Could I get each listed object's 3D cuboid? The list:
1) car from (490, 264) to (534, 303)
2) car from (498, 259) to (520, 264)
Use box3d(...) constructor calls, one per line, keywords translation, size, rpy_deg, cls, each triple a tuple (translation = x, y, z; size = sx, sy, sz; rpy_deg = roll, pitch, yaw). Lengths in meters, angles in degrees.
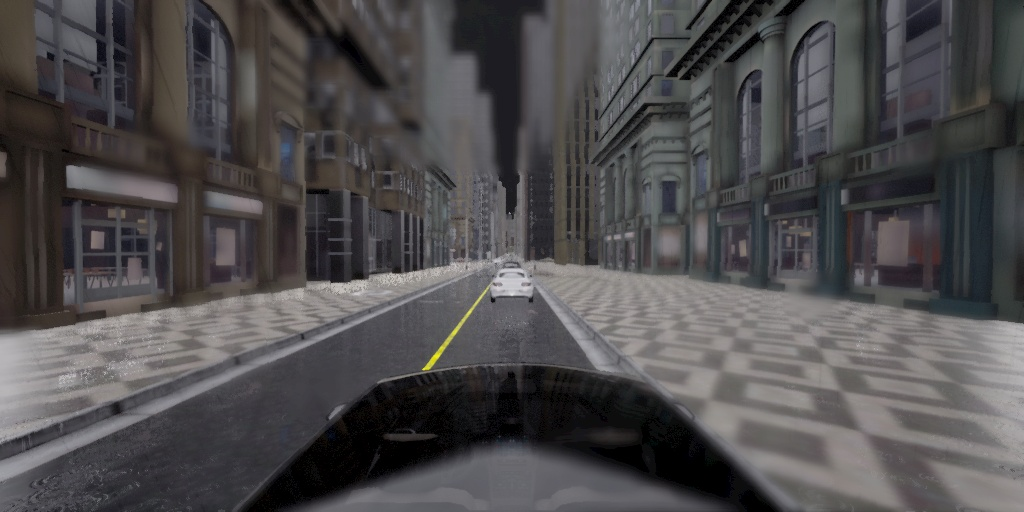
box3d(translation=(0.001, 1.279, 16.502), size=(1.812, 1.442, 4.674), rpy_deg=(0, 0, 0), cls="car")
box3d(translation=(0.001, 1.264, 31.503), size=(1.837, 1.490, 4.892), rpy_deg=(0, 0, 0), cls="car")
